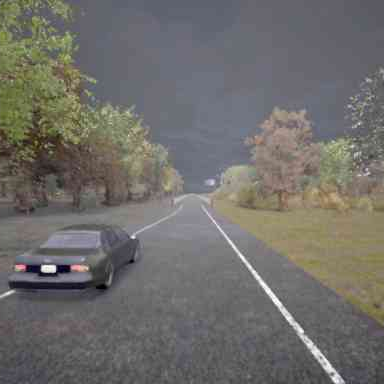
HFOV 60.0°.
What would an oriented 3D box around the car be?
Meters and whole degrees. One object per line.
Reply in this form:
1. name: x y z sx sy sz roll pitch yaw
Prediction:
1. car: -2.760 1.576 9.129 2.033 1.411 5.357 0 0 2
